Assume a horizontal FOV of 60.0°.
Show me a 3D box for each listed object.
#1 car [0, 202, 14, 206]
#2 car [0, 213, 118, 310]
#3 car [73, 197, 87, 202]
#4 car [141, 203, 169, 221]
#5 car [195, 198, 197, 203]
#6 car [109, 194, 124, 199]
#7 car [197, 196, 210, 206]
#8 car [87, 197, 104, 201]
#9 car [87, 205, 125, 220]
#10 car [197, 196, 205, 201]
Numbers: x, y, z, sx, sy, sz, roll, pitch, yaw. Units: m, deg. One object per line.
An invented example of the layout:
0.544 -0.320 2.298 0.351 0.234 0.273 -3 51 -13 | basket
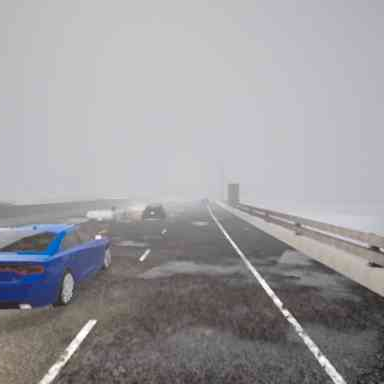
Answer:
-17.322 1.580 29.116 1.882 1.535 5.008 0 0 1 | car
-3.378 1.503 8.004 1.882 1.535 5.008 0 0 0 | car
-23.074 1.807 69.250 2.128 1.511 4.902 0 0 2 | car
-3.135 1.663 28.685 1.994 1.385 4.181 0 0 1 | car
1.794 1.836 77.420 1.895 1.301 4.718 0 0 3 | car
-16.008 1.496 70.704 2.150 2.045 5.566 0 0 2 | car
2.266 1.730 58.586 1.837 1.490 4.892 0 0 2 | car
-19.577 1.804 69.098 1.812 1.442 4.674 0 0 2 | car
-6.675 1.692 26.404 1.895 1.301 4.718 0 0 1 | car
2.589 1.809 93.252 2.128 1.511 4.902 0 0 3 | car
